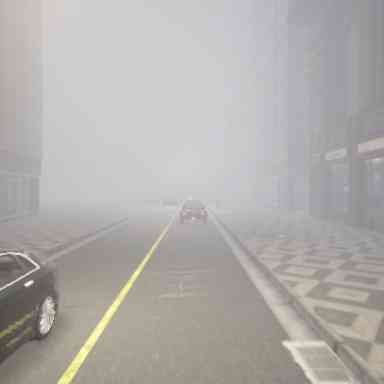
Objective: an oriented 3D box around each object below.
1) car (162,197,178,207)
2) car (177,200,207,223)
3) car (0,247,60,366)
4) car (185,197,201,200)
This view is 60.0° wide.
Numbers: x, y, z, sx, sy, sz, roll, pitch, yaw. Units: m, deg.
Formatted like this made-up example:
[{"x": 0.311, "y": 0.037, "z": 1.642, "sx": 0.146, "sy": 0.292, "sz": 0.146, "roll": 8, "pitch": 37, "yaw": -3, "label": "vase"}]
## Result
[{"x": -3.075, "y": 1.362, "z": 47.004, "sx": 1.994, "sy": 1.385, "sz": 4.181, "roll": 0, "pitch": 0, "yaw": 0, "label": "car"}, {"x": 0.103, "y": 1.495, "z": 24.732, "sx": 1.895, "sy": 1.301, "sz": 4.718, "roll": 0, "pitch": 0, "yaw": 0, "label": "car"}, {"x": -3.101, "y": 1.489, "z": 3.654, "sx": 1.837, "sy": 1.490, "sz": 4.892, "roll": 0, "pitch": 0, "yaw": 0, "label": "car"}, {"x": 0.106, "y": 1.313, "z": 41.627, "sx": 2.128, "sy": 1.511, "sz": 4.902, "roll": 0, "pitch": 0, "yaw": 0, "label": "car"}]
